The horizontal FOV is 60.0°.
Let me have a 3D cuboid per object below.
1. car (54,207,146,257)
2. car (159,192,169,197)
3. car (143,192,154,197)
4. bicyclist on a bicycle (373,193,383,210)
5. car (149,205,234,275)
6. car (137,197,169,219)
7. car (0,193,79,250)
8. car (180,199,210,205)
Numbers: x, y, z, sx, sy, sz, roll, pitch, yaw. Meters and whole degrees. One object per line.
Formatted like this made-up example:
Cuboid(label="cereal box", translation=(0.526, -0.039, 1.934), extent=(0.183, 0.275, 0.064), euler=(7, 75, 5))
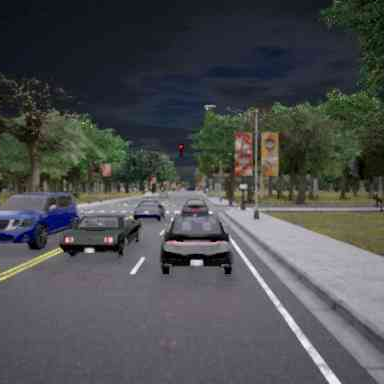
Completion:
Cuboid(label="car", translation=(-3.086, 1.461, 12.315), extent=(1.895, 1.301, 4.718), euler=(0, 1, 0))
Cuboid(label="car", translation=(-6.062, 0.770, 71.840), extent=(2.128, 1.511, 4.902), euler=(0, 1, 0))
Cuboid(label="car", translation=(-9.312, 0.767, 71.862), extent=(1.812, 1.442, 4.674), euler=(0, 1, 0))
Cuboid(label="bicyclist on a bicycle", translation=(18.328, 0.930, 32.826), extent=(0.582, 1.620, 1.656), euler=(0, 0, 0))
Cuboid(label="car", translation=(0.142, 1.378, 10.035), extent=(2.128, 1.511, 4.902), euler=(0, 1, 1))
Cuboid(label="car", translation=(-3.023, 1.296, 24.215), extent=(1.994, 1.385, 4.181), euler=(0, 1, 0))
Cuboid(label="car", translation=(-6.511, 1.065, 13.826), extent=(2.150, 2.045, 5.566), euler=(0, 0, 0))
Cuboid(label="car", translation=(0.227, 1.241, 23.802), extent=(1.837, 1.490, 4.892), euler=(0, 0, 0))
